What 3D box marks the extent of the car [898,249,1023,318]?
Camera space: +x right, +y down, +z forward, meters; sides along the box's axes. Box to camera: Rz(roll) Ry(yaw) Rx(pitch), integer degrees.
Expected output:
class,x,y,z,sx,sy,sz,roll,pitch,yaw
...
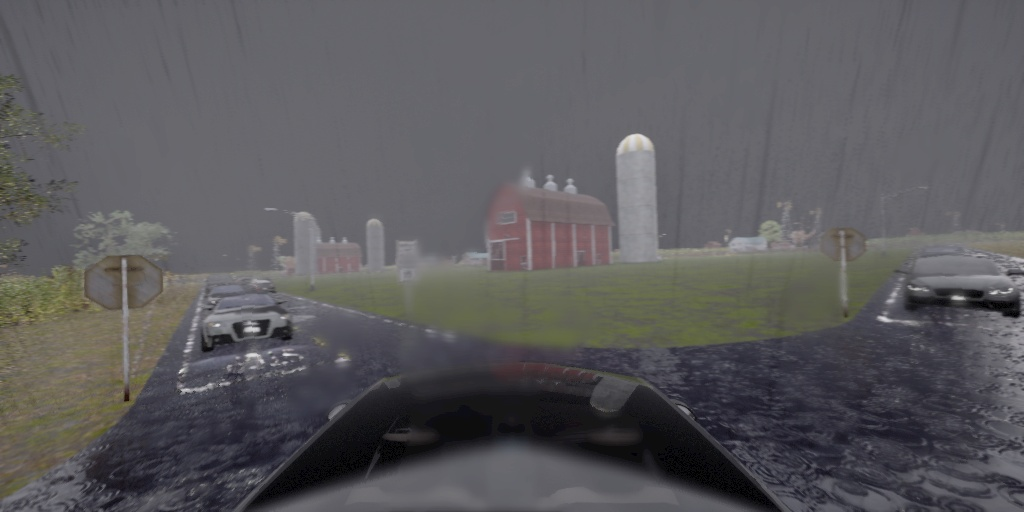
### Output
class,x,y,z,sx,sy,sz,roll,pitch,yaw
car,12.529,0.705,10.181,4.892,1.490,1.837,-3,0,-41

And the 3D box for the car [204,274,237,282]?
class,x,y,z,sx,sy,sz,roll,pitch,yaw
car,-28.166,2.741,34.644,2.150,2.045,5.566,-1,-2,-40

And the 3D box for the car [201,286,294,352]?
class,x,y,z,sx,sy,sz,roll,pitch,yaw
car,-7.997,1.816,10.796,1.994,1.385,4.181,-1,-1,-40

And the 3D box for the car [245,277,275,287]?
class,x,y,z,sx,sy,sz,roll,pitch,yaw
car,-23.303,2.822,33.381,1.812,1.442,4.674,-1,-1,-40

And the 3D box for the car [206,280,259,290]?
class,x,y,z,sx,sy,sz,roll,pitch,yaw
car,-15.781,2.284,19.962,2.033,1.411,5.357,-1,-1,-41

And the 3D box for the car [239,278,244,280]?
class,x,y,z,sx,sy,sz,roll,pitch,yaw
car,-34.549,3.517,46.613,1.837,1.490,4.892,-1,-2,-40

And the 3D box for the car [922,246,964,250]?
class,x,y,z,sx,sy,sz,roll,pitch,yaw
car,20.342,0.356,16.919,4.902,1.511,2.128,-3,0,-41

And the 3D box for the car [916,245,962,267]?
class,x,y,z,sx,sy,sz,roll,pitch,yaw
car,30.823,-0.015,25.941,4.181,1.385,1.994,-2,0,-40
